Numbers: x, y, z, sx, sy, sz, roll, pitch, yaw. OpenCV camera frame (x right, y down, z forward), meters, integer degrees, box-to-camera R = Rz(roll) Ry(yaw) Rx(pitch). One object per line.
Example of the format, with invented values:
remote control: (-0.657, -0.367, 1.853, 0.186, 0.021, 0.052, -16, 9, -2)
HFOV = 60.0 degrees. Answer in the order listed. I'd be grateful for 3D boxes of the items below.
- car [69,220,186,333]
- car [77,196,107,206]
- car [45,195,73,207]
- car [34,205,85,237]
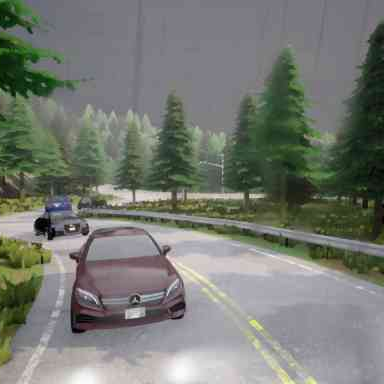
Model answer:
car: (-1.525, 1.523, 7.094, 1.812, 1.442, 4.674, -2, 0, -17)
car: (-12.740, 1.289, 42.824, 2.097, 1.767, 4.553, 2, 2, 13)
car: (-12.879, 1.326, 32.233, 2.150, 2.045, 5.566, -1, 0, -18)
car: (-7.082, 1.663, 17.850, 1.994, 1.385, 4.181, -4, 2, -38)
